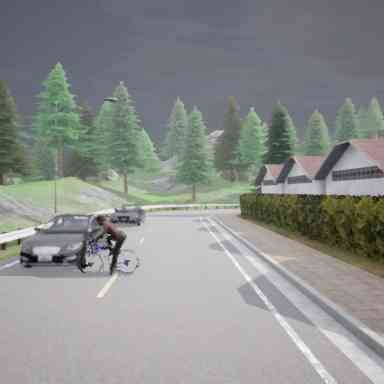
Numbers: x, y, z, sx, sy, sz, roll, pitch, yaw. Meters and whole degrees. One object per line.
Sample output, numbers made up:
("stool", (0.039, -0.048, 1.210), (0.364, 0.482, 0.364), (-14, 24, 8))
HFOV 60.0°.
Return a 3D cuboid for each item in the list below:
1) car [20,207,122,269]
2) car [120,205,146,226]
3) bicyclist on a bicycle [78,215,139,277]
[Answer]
("car", (-3.993, 1.492, 11.288), (2.128, 1.511, 4.902), (0, 0, -2))
("car", (-4.345, 1.563, 22.978), (1.994, 1.385, 4.181), (0, 0, -1))
("bicyclist on a bicycle", (-2.269, 1.454, 8.970), (1.656, 1.620, 0.582), (-2, 0, -2))
